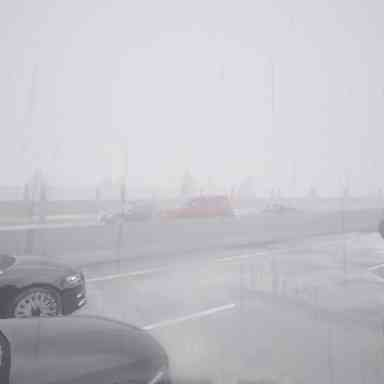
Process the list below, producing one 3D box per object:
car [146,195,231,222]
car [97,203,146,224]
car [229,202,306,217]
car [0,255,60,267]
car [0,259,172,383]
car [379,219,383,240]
[{"bbox_3d":[0.197,1.223,21.298,5.566,2.045,2.150,0,0,-35],"label":"car"},{"bbox_3d":[-3.938,1.493,22.644,4.902,1.511,2.128,0,0,-35],"label":"car"},{"bbox_3d":[4.965,1.493,20.341,4.902,1.511,2.128,0,0,-35],"label":"car"},{"bbox_3d":[-4.163,1.492,5.077,4.902,1.511,2.128,0,0,-35],"label":"car"},{"bbox_3d":[-2.300,1.526,2.106,4.674,1.442,1.812,0,0,-35],"label":"car"},{"bbox_3d":[10.668,1.506,15.610,4.892,1.490,1.837,0,0,-35],"label":"car"}]
